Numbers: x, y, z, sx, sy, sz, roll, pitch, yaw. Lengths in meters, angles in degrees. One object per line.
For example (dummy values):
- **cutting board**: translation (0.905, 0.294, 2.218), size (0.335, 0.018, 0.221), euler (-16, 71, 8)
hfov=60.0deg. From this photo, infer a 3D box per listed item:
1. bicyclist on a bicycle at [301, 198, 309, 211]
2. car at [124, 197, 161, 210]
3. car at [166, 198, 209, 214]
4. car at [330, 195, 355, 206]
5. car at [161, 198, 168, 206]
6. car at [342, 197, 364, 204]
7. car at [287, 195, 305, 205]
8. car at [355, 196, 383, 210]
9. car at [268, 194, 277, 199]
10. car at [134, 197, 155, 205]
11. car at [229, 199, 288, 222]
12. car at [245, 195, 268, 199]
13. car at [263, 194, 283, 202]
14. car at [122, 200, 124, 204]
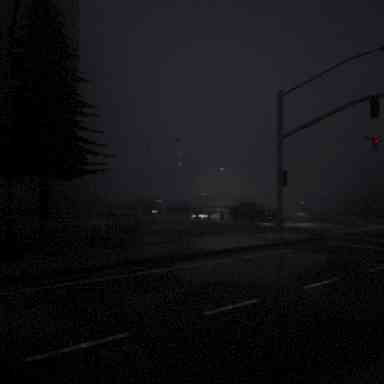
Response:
- **bicyclist on a bicycle**: translation (13.845, 1.503, 40.746), size (1.656, 1.620, 0.582), euler (0, 0, -36)
- **car**: translation (-6.669, 1.665, 44.485), size (2.033, 1.411, 5.357), euler (0, 0, -36)
- **car**: translation (-0.563, 1.681, 35.976), size (1.994, 1.385, 4.181), euler (0, 0, -36)
- **car**: translation (32.597, 1.542, 70.727), size (1.932, 1.855, 4.605), euler (0, 0, -36)
- **car**: translation (-6.743, 1.650, 56.911), size (2.128, 1.511, 4.902), euler (0, 0, -36)
- **car**: translation (34.992, 1.769, 72.357), size (1.784, 1.438, 3.905), euler (0, 0, -36)
- **car**: translation (18.892, 1.687, 60.841), size (1.970, 1.475, 3.806), euler (0, 0, -36)
- **car**: translation (24.446, 1.412, 43.414), size (1.932, 1.855, 4.605), euler (0, 0, -36)
- **car**: translation (17.176, 1.706, 78.166), size (1.784, 1.438, 3.905), euler (0, 0, -36)
- **car**: translation (-9.586, 1.726, 66.693), size (2.033, 1.411, 5.357), euler (0, 0, -36)
- **car**: translation (5.228, 1.595, 27.914), size (1.882, 1.535, 5.008), euler (0, 0, -36)
- **car**: translation (14.818, 1.721, 76.485), size (1.970, 1.475, 3.806), euler (0, 0, -36)
- **car**: translation (19.332, 1.511, 79.766), size (1.932, 1.855, 4.605), euler (0, 0, -36)
- **car**: translation (-11.921, 1.723, 64.096), size (1.994, 1.385, 4.181), euler (0, 0, -36)
